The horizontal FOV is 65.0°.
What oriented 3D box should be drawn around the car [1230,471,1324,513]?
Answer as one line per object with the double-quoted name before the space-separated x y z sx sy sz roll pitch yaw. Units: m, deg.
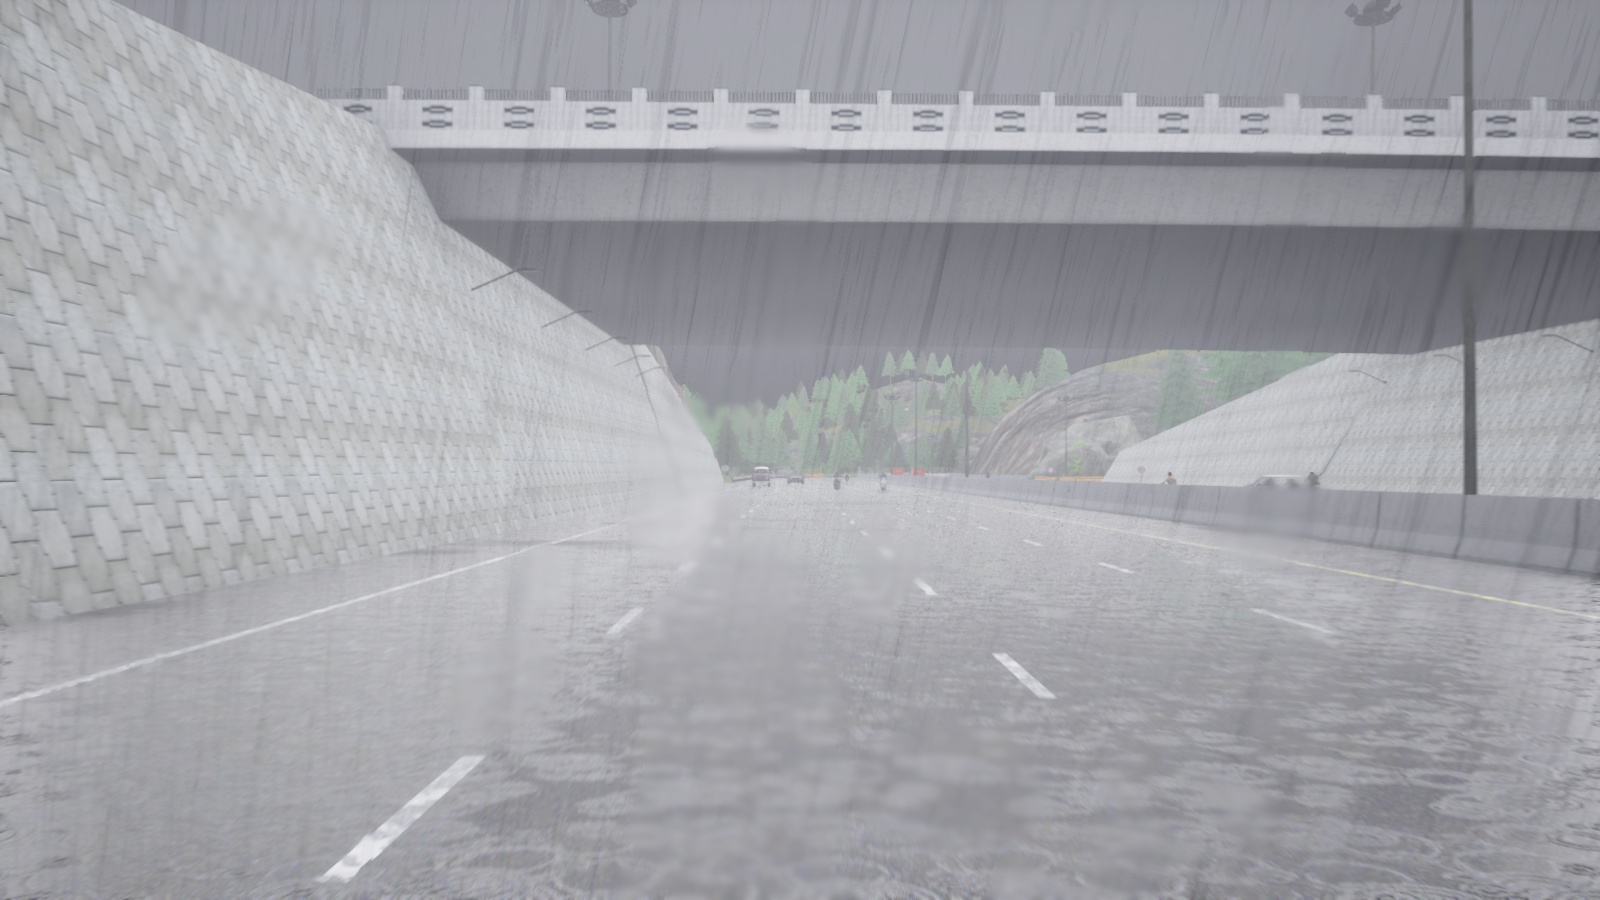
"car" 17.390 1.498 45.950 1.970 1.475 3.806 0 -1 0
